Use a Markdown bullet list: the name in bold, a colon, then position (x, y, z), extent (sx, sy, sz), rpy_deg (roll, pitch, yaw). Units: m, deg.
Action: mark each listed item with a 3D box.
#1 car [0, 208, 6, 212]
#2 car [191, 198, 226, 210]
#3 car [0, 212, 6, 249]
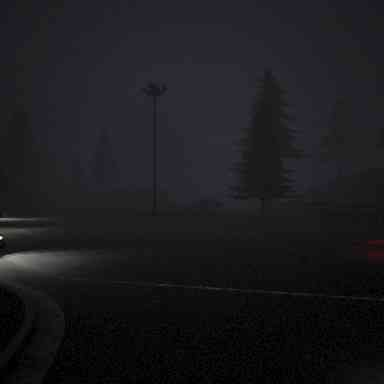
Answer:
- **car**: position (-18.008, 1.564, 28.113), extent (4.181, 1.385, 1.994), rpy_deg (0, 0, 13)
- **car**: position (2.190, 1.547, 43.306), extent (2.033, 1.411, 5.357), rpy_deg (0, 0, 42)
- **car**: position (-9.404, 1.548, 11.743), extent (5.357, 1.411, 2.033), rpy_deg (0, 0, 13)
